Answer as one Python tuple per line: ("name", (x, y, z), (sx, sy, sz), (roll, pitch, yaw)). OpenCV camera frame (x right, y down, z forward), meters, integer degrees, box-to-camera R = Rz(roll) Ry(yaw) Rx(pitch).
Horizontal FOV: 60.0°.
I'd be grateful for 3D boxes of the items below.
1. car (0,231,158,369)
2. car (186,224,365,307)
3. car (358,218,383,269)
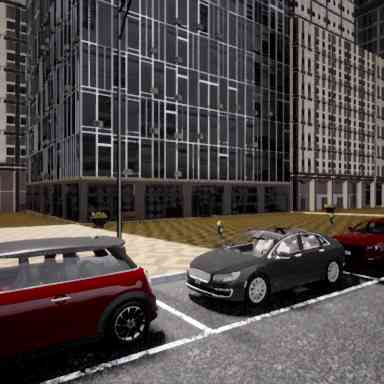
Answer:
("car", (-2.618, 1.440, 4.694), (4.097, 1.590, 1.967), (0, 0, -35))
("car", (1.895, 1.551, 7.893), (4.403, 1.369, 2.008), (0, 0, -35))
("car", (6.408, 1.546, 11.093), (4.507, 1.381, 1.887), (0, 0, -35))
